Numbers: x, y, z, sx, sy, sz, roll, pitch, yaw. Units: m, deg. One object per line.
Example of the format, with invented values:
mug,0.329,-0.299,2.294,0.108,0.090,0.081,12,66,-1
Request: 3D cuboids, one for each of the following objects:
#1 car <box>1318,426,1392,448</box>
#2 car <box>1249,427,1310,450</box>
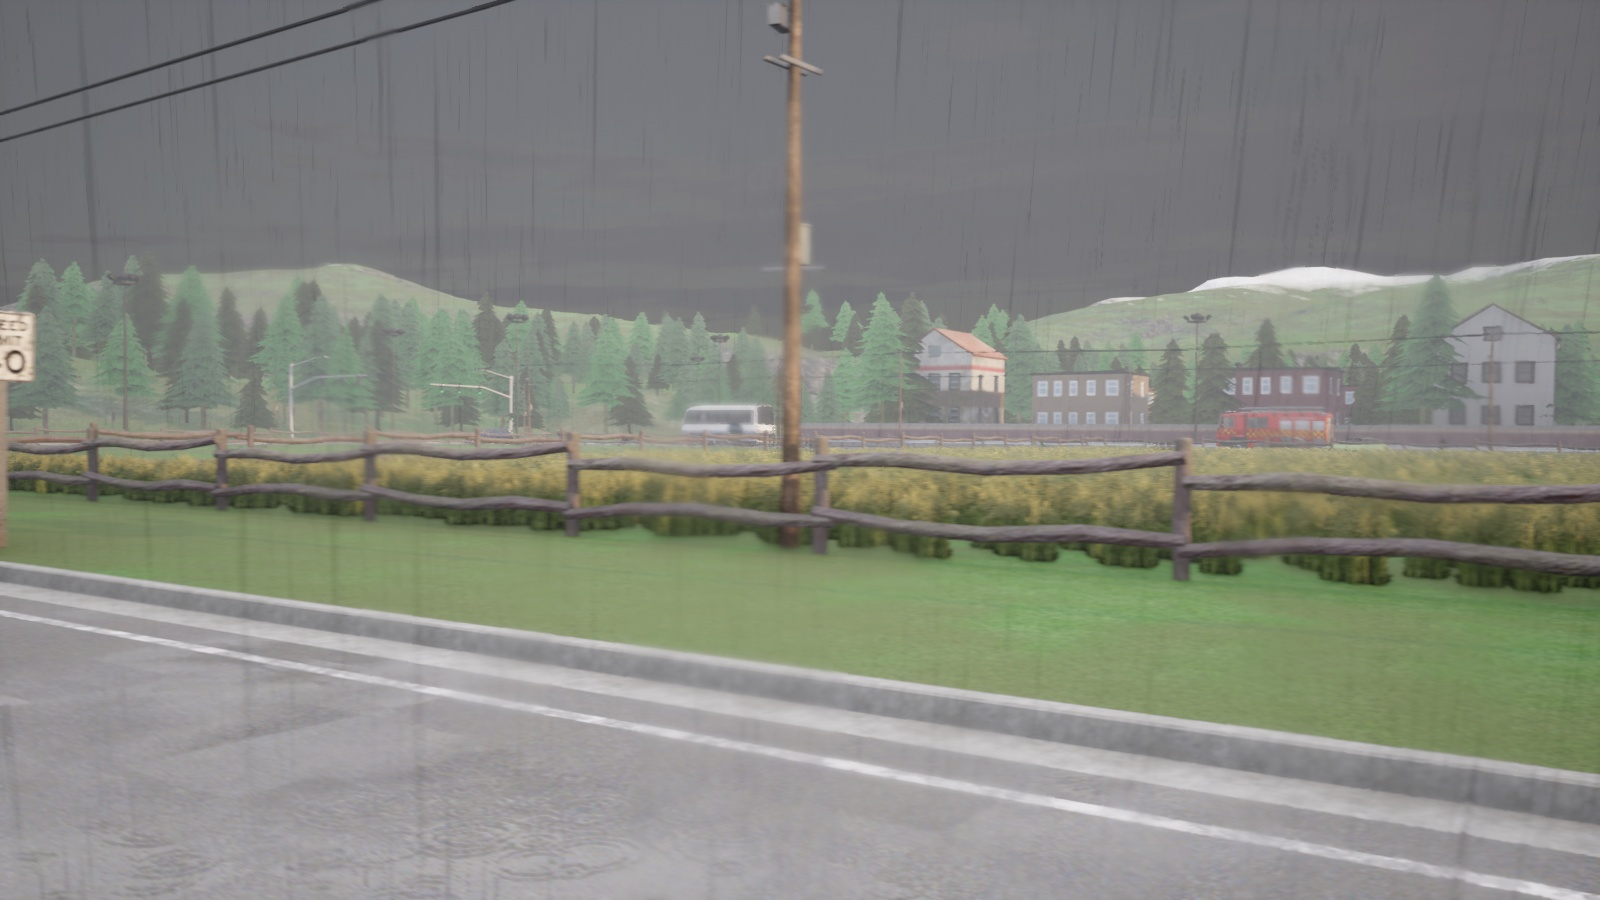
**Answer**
car,39.410,-0.899,89.229,4.514,1.525,2.007,0,1,34
car,33.879,-0.811,88.727,3.705,1.549,1.789,0,1,34
